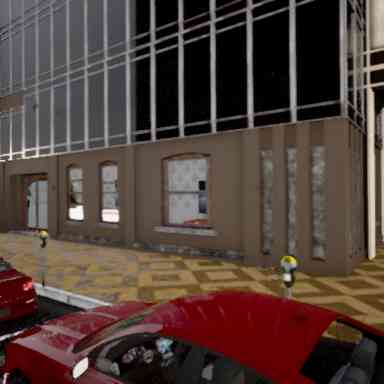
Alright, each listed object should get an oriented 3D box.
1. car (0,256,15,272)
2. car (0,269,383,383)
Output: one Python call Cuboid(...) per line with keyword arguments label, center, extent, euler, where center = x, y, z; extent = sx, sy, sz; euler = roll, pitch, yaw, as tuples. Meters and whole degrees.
Cuboid(label="car", center=(-4.480, 1.651, 6.071), extent=(4.206, 1.307, 1.802), euler=(-1, 0, 36))
Cuboid(label="car", center=(0.158, 1.558, 2.762), extent=(4.507, 1.381, 1.887), euler=(-1, 0, 36))
